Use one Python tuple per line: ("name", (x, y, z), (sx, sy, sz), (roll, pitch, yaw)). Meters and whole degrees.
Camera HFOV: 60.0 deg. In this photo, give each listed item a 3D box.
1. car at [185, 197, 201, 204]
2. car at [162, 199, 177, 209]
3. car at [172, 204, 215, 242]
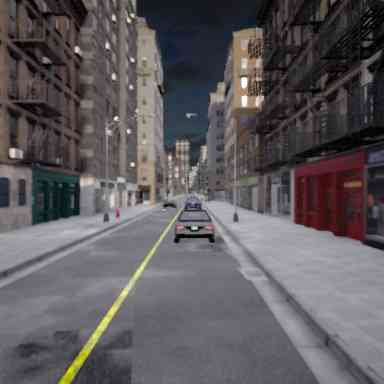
("car", (0.127, 1.430, 42.798), (2.097, 1.767, 4.553), (0, 0, 0))
("car", (-3.048, 1.687, 46.297), (1.895, 1.301, 4.718), (0, 0, 0))
("car", (0.110, 1.562, 16.452), (2.033, 1.411, 5.357), (0, 0, 0))
